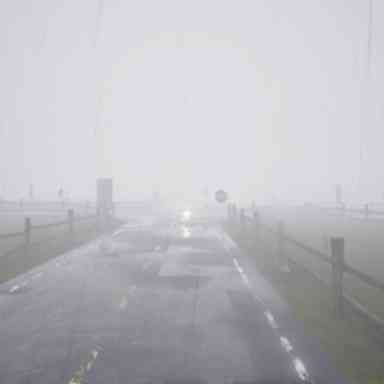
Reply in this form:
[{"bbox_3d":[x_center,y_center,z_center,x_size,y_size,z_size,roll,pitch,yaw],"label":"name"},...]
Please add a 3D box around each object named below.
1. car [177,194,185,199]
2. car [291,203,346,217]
[{"bbox_3d":[-2.721,1.121,84.090,1.994,1.385,4.181,0,0,0],"label":"car"},{"bbox_3d":[12.268,1.729,32.293,4.718,1.301,1.895,1,-1,-1],"label":"car"}]
